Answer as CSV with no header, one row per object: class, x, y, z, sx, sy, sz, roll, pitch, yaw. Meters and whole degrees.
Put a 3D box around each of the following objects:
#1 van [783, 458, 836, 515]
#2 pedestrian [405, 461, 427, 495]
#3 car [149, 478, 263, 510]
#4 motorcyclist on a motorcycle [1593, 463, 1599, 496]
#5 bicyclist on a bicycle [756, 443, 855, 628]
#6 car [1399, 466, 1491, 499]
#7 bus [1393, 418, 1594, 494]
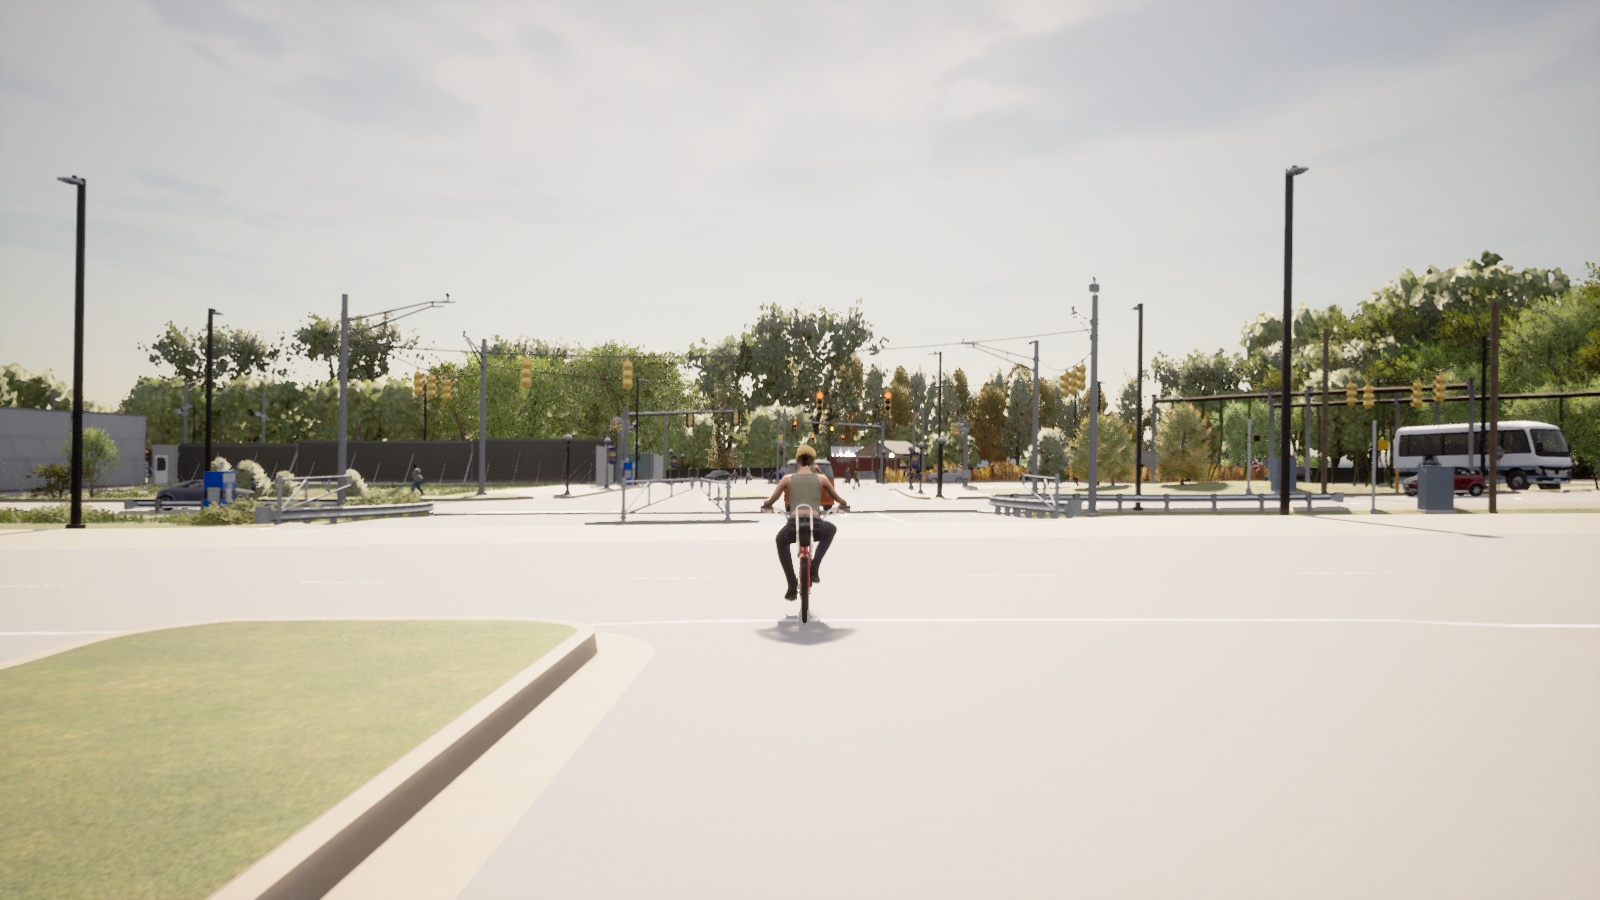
van,0.303,1.295,46.131,1.775,1.987,4.442,0,0,-2
pedestrian,-21.237,1.566,69.507,0.900,1.855,0.874,1,0,2
car,-26.727,1.961,56.587,4.181,1.385,1.994,0,0,0
motorcyclist on a motorcycle,41.346,1.479,63.168,2.350,1.649,0.766,-1,0,2
bicyclist on a bicycle,0.062,0.757,11.720,0.866,1.612,1.509,0,-1,1
car,32.420,1.624,63.195,3.705,1.549,1.789,-1,0,-1
bus,41.948,0.513,76.511,3.944,4.253,10.273,1,-2,-25
